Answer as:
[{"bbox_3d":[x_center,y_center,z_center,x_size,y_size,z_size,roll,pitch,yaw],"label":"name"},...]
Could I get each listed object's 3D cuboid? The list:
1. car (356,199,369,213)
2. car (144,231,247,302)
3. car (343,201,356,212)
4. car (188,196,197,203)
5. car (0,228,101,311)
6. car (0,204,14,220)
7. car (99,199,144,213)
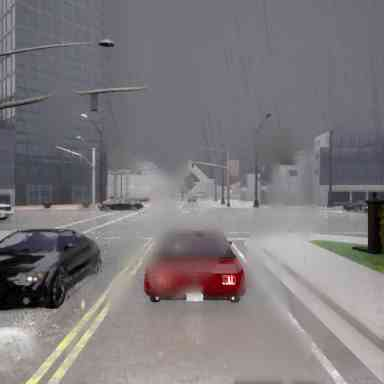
[{"bbox_3d":[19.867,1.480,34.099,4.674,1.442,1.812,0,0,-1],"label":"car"},{"bbox_3d":[0.068,1.601,8.189,1.895,1.301,4.718,0,0,0],"label":"car"},{"bbox_3d":[19.361,1.520,37.594,4.181,1.385,1.994,0,0,-1],"label":"car"},{"bbox_3d":[0.108,1.544,71.188,2.033,1.411,5.357,0,0,4],"label":"car"},{"bbox_3d":[-3.553,1.564,7.726,1.994,1.385,4.181,0,0,1],"label":"car"},{"bbox_3d":[-17.346,1.339,26.585,5.566,2.045,2.150,-1,0,0],"label":"car"},{"bbox_3d":[-7.875,1.527,37.359,4.902,1.511,2.128,0,0,0],"label":"car"}]
